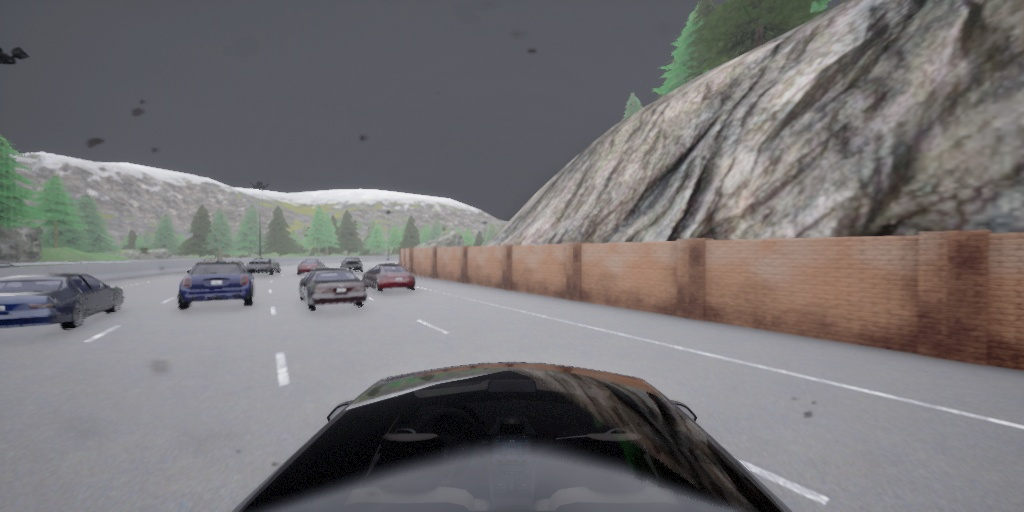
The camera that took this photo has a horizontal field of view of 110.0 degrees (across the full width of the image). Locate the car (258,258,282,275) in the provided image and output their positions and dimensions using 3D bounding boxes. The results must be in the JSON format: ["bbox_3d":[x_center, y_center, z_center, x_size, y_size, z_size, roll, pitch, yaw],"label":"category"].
[{"bbox_3d":[-21.618,0.891,31.404,2.128,1.511,4.902,0,1,-23],"label":"car"}]

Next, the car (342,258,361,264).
[{"bbox_3d":[-15.591,0.883,35.240,1.837,1.490,4.892,-1,2,-21],"label":"car"}]

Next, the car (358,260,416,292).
[{"bbox_3d":[-6.857,1.117,19.816,1.994,1.385,4.181,0,1,-34],"label":"car"}]

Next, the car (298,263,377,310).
[{"bbox_3d":[-7.101,1.157,13.996,2.033,1.411,5.357,0,1,-35],"label":"car"}]

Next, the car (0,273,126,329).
[{"bbox_3d":[-12.840,1.182,9.987,2.033,1.411,5.357,0,1,-35],"label":"car"}]

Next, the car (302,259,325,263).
[{"bbox_3d":[-18.834,0.946,33.880,1.994,1.385,4.181,0,1,-22],"label":"car"}]

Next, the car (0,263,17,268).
[{"bbox_3d":[-33.061,1.059,22.350,1.895,1.301,4.718,0,1,-26],"label":"car"}]

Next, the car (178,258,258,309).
[{"bbox_3d":[-11.659,0.944,14.441,2.097,1.767,4.553,0,1,-35],"label":"car"}]
